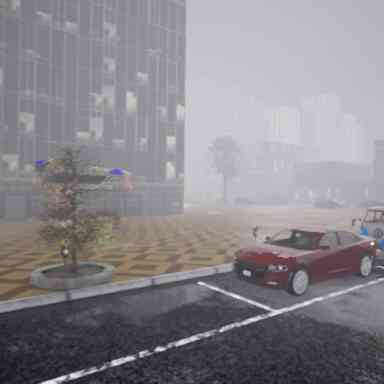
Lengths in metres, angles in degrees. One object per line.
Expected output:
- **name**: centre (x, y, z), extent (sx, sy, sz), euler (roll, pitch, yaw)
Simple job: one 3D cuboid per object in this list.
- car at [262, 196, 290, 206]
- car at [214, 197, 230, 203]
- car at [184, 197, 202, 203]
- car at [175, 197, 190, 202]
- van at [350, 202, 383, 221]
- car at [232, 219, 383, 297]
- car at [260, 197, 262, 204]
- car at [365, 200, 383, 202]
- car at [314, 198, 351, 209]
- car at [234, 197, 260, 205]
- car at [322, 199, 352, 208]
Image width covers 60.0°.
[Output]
- **car**: centre (16.557, 1.660, 64.094), extent (2.192, 1.841, 5.009), euler (1, -1, -35)
- **car**: centre (7.004, 1.863, 77.732), extent (1.967, 1.590, 4.097), euler (1, -1, -35)
- **car**: centre (0.213, 1.812, 72.817), extent (1.752, 1.417, 4.829), euler (1, -1, -35)
- **car**: centre (-2.577, 2.030, 91.559), extent (1.752, 1.417, 4.829), euler (1, -1, -35)
- **van**: centre (7.651, 1.369, 11.960), extent (3.998, 1.788, 1.690), euler (0, 1, -35)
- **car**: centre (3.053, 1.561, 8.683), extent (4.507, 1.381, 1.887), euler (0, 1, -35)
- **car**: centre (13.368, 1.811, 68.637), extent (1.967, 1.590, 4.097), euler (1, -1, -35)
- **car**: centre (26.682, 1.828, 49.556), extent (1.947, 1.339, 4.313), euler (1, -1, -35)
- **car**: centre (18.979, 1.568, 45.509), extent (1.967, 1.590, 4.097), euler (1, -1, -35)
- **car**: centre (10.102, 1.763, 63.209), extent (1.837, 1.490, 4.892), euler (1, -1, -34)
- **car**: centre (23.560, 1.869, 54.060), extent (1.802, 1.307, 4.206), euler (1, -1, -35)
